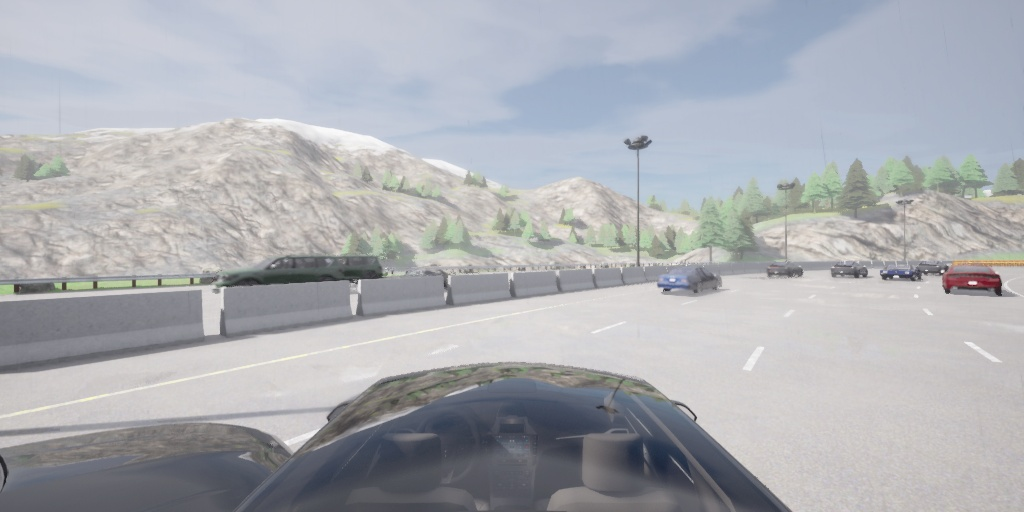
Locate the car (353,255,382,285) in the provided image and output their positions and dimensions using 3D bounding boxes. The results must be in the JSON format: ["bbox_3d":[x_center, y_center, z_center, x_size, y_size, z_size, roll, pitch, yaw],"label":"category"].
[{"bbox_3d":[-11.219,0.971,23.353,2.150,2.045,5.566,0,0,41],"label":"car"}]

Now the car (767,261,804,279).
[{"bbox_3d":[25.401,1.241,33.297,4.902,1.511,2.128,0,0,-38],"label":"car"}]

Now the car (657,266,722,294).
[{"bbox_3d":[10.125,1.296,20.298,5.357,1.411,2.033,0,0,-44],"label":"car"}]

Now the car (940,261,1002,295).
[{"bbox_3d":[25.392,1.227,19.888,5.008,1.535,1.882,0,0,-40],"label":"car"}]

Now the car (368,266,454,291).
[{"bbox_3d":[-5.070,1.350,19.752,1.895,1.301,4.718,0,0,42],"label":"car"}]

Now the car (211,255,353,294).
[{"bbox_3d":[-11.317,0.971,17.863,2.150,2.045,5.566,0,0,40],"label":"car"}]

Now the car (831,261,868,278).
[{"bbox_3d":[31.368,1.241,33.332,4.902,1.511,2.128,0,0,-35],"label":"car"}]

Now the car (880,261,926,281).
[{"bbox_3d":[32.302,1.350,29.723,4.718,1.301,1.895,0,0,-35],"label":"car"}]

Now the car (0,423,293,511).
[{"bbox_3d":[-2.982,1.255,0.515,4.892,1.490,1.837,0,0,-45],"label":"car"}]

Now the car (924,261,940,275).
[{"bbox_3d":[43.305,1.241,36.857,4.902,1.511,2.128,0,0,-31],"label":"car"}]
